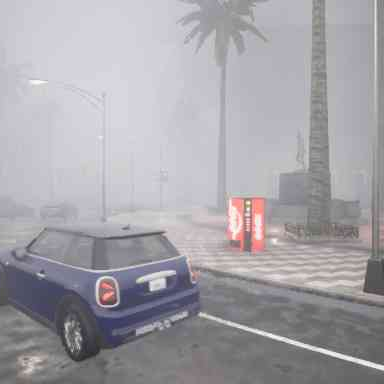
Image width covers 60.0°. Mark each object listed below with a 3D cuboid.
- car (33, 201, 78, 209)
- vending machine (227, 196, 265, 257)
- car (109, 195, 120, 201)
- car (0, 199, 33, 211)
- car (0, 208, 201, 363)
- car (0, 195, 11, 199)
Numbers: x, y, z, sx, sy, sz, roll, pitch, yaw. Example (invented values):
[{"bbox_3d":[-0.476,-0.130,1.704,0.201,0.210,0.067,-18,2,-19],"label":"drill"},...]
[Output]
[{"bbox_3d":[-10.813,1.492,27.443,2.128,1.511,4.902,0,0,-3],"label":"car"},{"bbox_3d":[1.979,1.195,12.184,1.100,2.100,0.880,0,0,-42],"label":"vending machine"},{"bbox_3d":[-20.711,1.513,89.385,2.161,1.482,4.786,0,0,3],"label":"car"},{"bbox_3d":[-14.986,1.564,27.998,1.994,1.385,4.181,0,0,3],"label":"car"},{"bbox_3d":[-2.039,1.351,6.229,4.553,1.767,2.097,0,0,43],"label":"car"},{"bbox_3d":[-18.143,1.328,29.471,2.150,2.045,5.566,0,0,4],"label":"car"}]
